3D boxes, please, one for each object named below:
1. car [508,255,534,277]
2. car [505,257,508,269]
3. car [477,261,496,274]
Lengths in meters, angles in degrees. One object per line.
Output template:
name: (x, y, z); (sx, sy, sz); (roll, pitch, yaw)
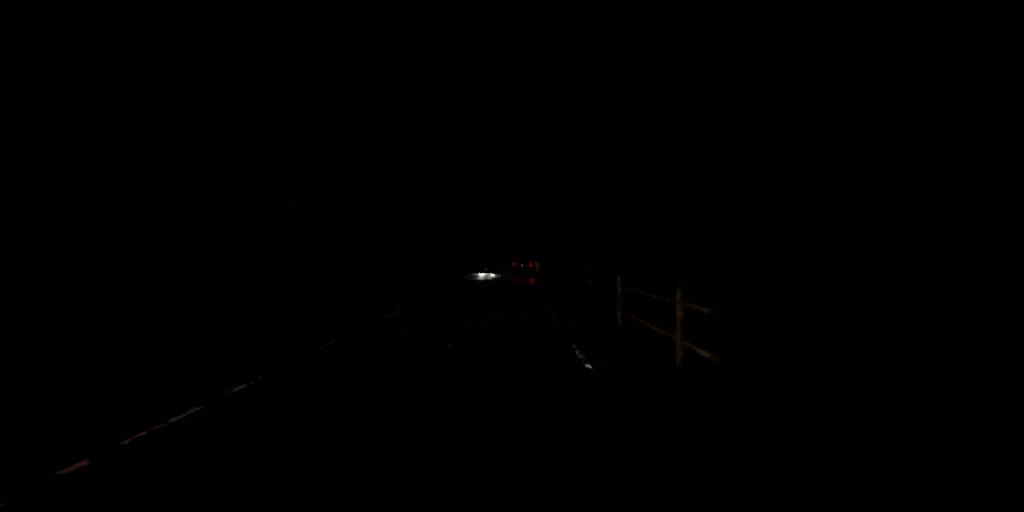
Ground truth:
car: (0.955, 0.973, 35.574); (2.150, 2.045, 5.566); (0, 0, 0)
car: (-0.010, 1.265, 54.613); (1.837, 1.490, 4.892); (0, 0, 0)
car: (-2.843, 1.315, 41.710); (1.994, 1.385, 4.181); (0, 0, 0)
